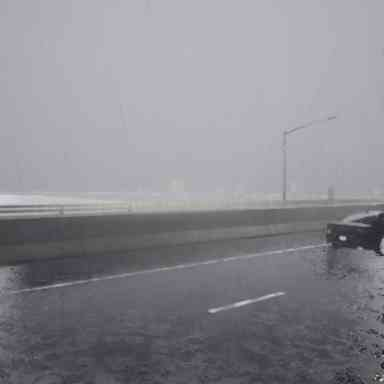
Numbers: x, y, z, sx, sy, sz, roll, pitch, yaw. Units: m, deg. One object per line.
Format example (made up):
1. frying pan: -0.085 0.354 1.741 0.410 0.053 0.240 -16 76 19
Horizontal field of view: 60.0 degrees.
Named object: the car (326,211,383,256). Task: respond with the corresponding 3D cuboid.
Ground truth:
1. car: 7.444 1.508 13.318 5.008 1.535 1.882 0 0 -34
